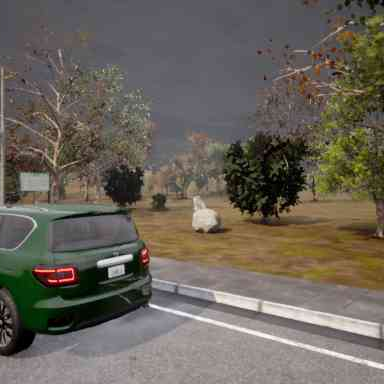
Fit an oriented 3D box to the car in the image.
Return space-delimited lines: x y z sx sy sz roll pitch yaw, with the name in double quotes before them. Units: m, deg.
"car" -3.265 1.221 6.299 5.566 2.045 2.150 0 0 35
